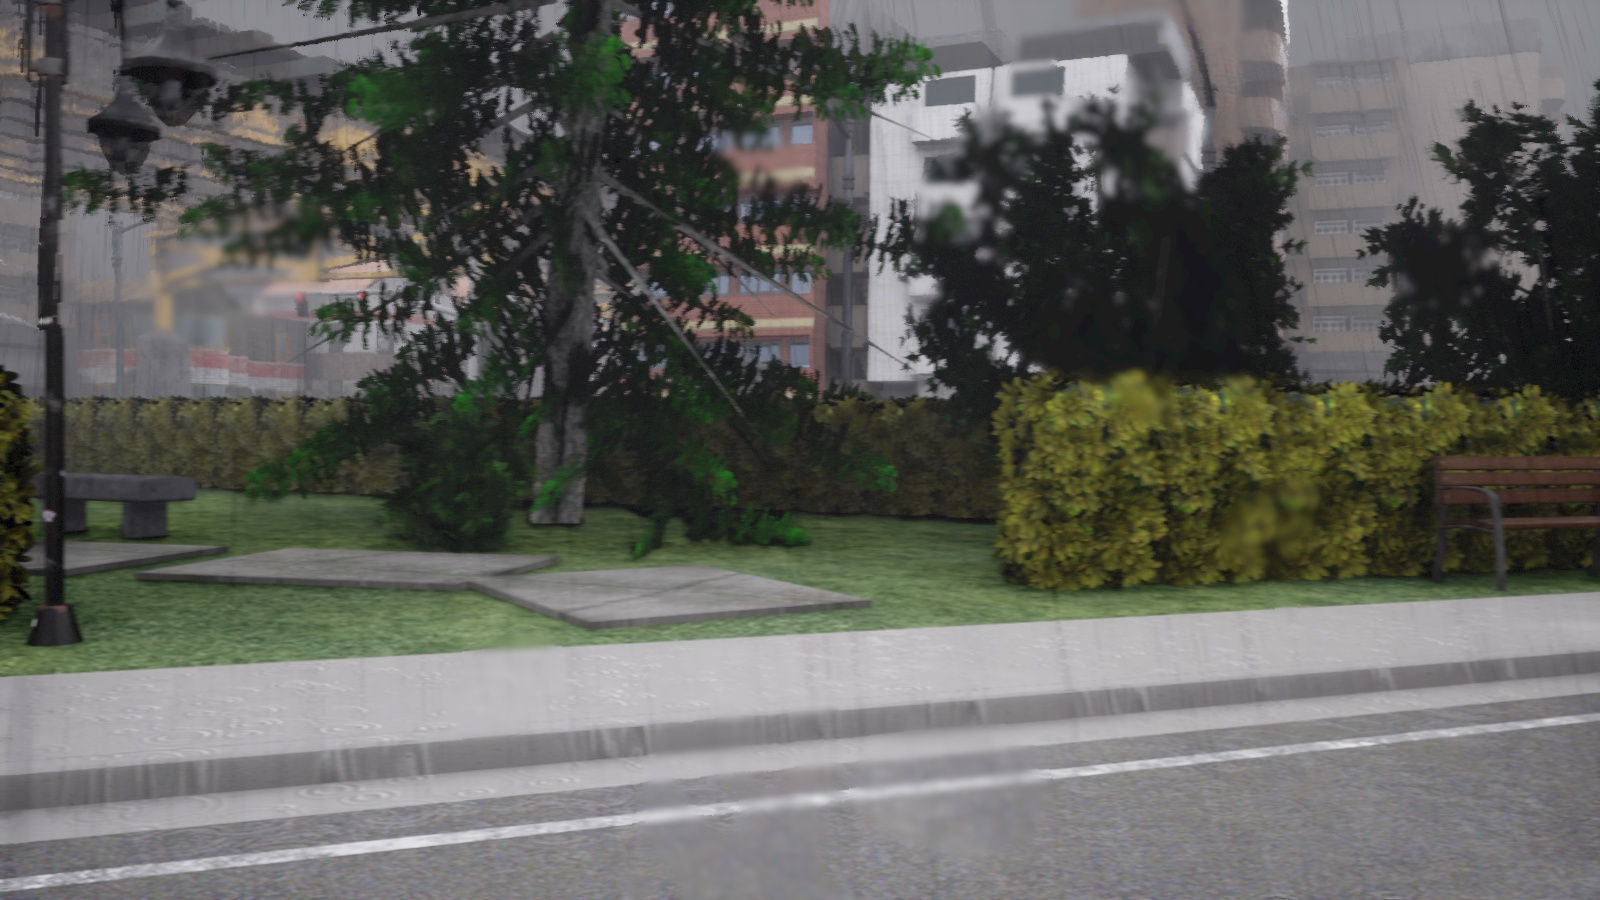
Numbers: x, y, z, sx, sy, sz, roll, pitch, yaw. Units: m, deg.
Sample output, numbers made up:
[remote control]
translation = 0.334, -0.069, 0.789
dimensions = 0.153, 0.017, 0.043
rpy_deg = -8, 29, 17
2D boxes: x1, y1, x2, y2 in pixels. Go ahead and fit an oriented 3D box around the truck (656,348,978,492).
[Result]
[truck]
translation = 0.412, -0.731, 32.948
dimensions = 7.936, 3.462, 2.891
rpy_deg = 0, 1, 24
